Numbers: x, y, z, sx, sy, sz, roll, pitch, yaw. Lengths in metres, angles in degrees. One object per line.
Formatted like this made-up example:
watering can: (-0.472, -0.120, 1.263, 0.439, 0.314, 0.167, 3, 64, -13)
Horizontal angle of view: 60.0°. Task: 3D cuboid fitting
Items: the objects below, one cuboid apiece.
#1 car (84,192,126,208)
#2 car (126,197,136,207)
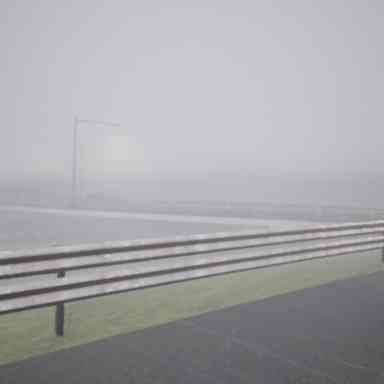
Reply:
car: (-12.293, 1.088, 45.780, 5.566, 2.045, 2.150, 1, -1, 30)
car: (-10.396, 1.317, 48.730, 4.553, 1.767, 2.097, 1, -1, 30)
